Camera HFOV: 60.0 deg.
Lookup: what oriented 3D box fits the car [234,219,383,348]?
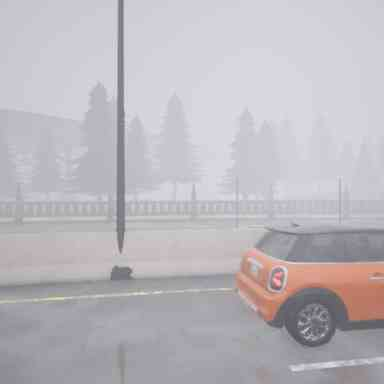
[{"bbox_3d":[3.148,1.349,6.028,4.553,1.767,2.097,0,0,-10],"label":"car"}]
